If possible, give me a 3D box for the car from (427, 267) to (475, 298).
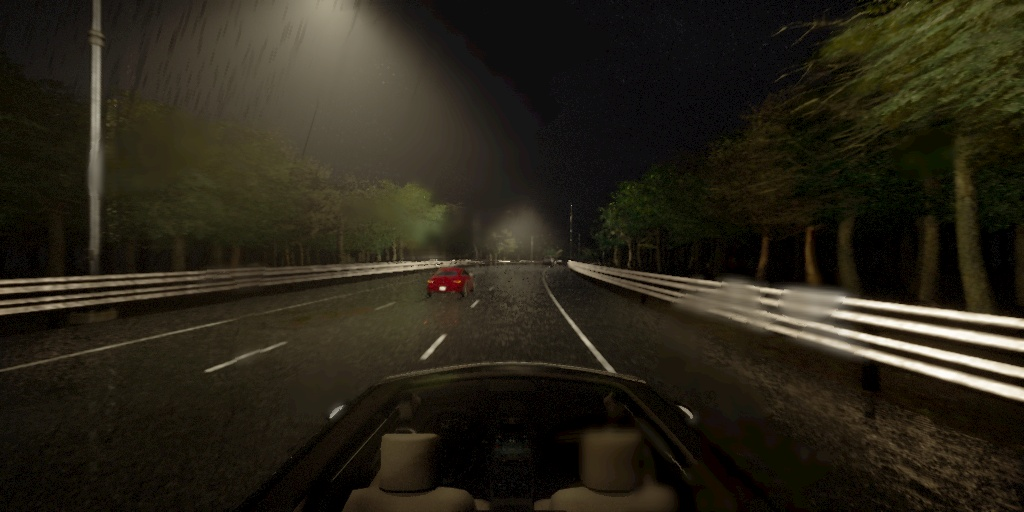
[{"bbox_3d":[-3.067,1.304,18.582,1.812,1.442,4.674,0,0,2],"label":"car"}]
